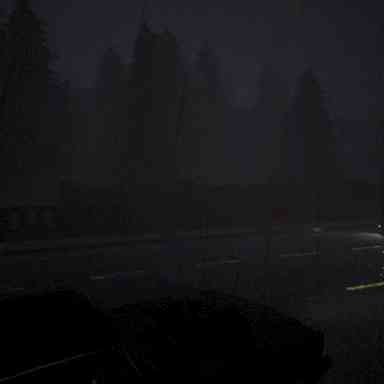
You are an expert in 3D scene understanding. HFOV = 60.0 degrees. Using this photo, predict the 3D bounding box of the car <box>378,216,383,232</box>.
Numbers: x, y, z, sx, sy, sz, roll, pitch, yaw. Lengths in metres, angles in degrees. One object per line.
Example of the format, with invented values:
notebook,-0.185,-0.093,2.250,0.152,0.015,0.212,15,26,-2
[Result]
car,11.071,1.304,15.996,4.181,1.385,1.994,-1,1,-21

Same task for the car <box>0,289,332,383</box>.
car,-0.973,1.582,2.749,4.718,1.301,1.895,-1,1,-34
